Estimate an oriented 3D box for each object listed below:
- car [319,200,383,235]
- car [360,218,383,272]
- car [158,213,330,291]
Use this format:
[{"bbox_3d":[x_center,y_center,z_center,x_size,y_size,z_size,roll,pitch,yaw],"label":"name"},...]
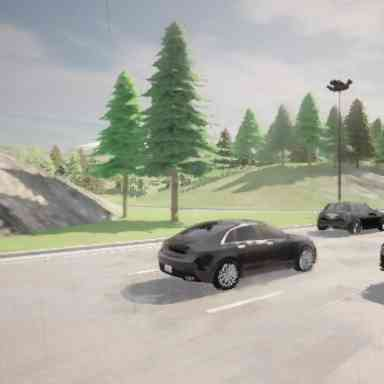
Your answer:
[{"bbox_3d":[9.164,1.343,18.879,4.553,1.767,2.097,0,0,-35],"label":"car"},{"bbox_3d":[6.697,1.487,8.520,4.902,1.511,2.128,0,0,-35],"label":"car"},{"bbox_3d":[1.429,1.503,9.063,4.892,1.490,1.837,0,0,-35],"label":"car"}]
